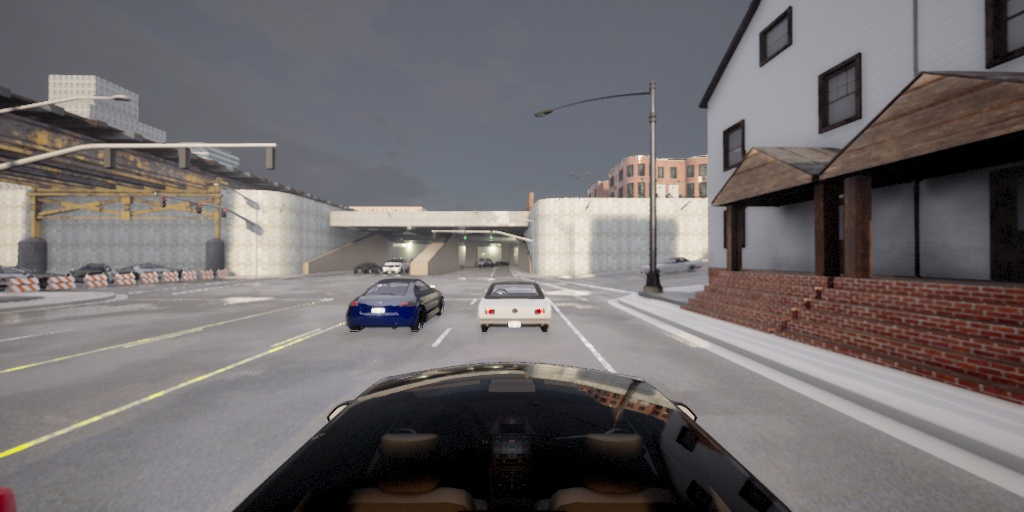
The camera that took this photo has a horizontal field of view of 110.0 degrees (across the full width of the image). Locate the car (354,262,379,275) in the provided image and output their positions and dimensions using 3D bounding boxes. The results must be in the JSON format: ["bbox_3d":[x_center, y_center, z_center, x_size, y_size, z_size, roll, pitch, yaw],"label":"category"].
[{"bbox_3d":[-18.330,1.519,45.445,1.882,1.535,5.008,0,0,-1],"label":"car"}]

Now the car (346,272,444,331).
[{"bbox_3d":[-3.427,1.378,11.216,1.994,1.385,4.181,0,0,0],"label":"car"}]

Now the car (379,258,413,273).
[{"bbox_3d":[-14.849,1.268,46.253,2.150,2.045,5.566,0,0,-2],"label":"car"}]

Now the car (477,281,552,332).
[{"bbox_3d":[0.077,1.413,11.094,1.895,1.301,4.718,0,0,0],"label":"car"}]

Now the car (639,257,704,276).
[{"bbox_3d":[13.060,0.851,29.673,4.718,1.301,1.895,-7,0,-1],"label":"car"}]
